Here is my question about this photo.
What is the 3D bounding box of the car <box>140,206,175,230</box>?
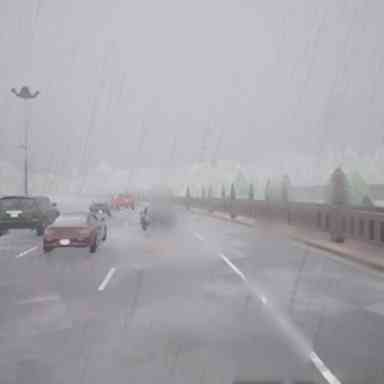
[{"bbox_3d":[-2.292,1.538,20.855,1.895,1.301,4.718,0,0,-11],"label":"car"}]

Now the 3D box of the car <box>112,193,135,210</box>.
[{"bbox_3d":[-8.512,1.114,40.714,2.150,2.045,5.566,0,0,-22],"label":"car"}]

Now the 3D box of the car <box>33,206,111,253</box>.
[{"bbox_3d":[-4.585,1.495,13.445,1.812,1.442,4.674,0,0,-8],"label":"car"}]

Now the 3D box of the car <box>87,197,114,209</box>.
[{"bbox_3d":[-8.636,1.429,31.070,1.837,1.490,4.892,0,0,-17],"label":"car"}]

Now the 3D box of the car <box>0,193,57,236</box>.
[{"bbox_3d":[-8.907,1.189,18.360,2.150,2.045,5.566,0,0,-11],"label":"car"}]
